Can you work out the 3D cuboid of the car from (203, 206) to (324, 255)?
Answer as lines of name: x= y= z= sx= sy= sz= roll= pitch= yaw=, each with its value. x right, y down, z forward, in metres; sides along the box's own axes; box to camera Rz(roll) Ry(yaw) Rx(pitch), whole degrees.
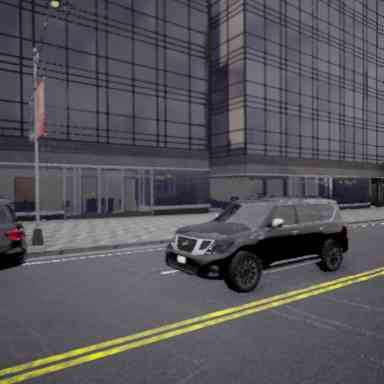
car: x=3.057 y=1.427 z=13.799 sx=4.902 sy=1.511 sz=2.128 roll=0 pitch=0 yaw=-35

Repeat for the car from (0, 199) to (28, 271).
car: x=-6.558 y=1.156 z=7.010 sx=5.566 sy=2.045 sz=2.150 roll=0 pitch=0 yaw=-35

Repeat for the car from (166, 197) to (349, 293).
car: x=2.025 y=1.180 z=9.092 sx=5.566 sy=2.045 sz=2.150 roll=0 pitch=0 yaw=-35
